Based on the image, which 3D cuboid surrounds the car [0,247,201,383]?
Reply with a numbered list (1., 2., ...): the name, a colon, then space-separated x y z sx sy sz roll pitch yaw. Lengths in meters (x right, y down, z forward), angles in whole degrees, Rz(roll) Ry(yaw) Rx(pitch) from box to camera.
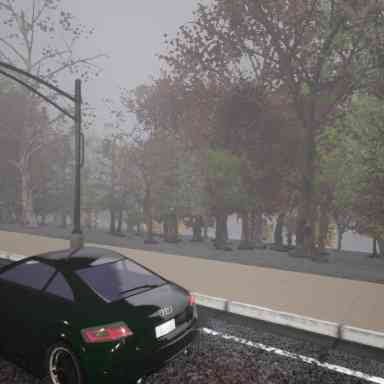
1. car: -1.939 1.563 5.069 4.181 1.385 1.994 0 0 36
